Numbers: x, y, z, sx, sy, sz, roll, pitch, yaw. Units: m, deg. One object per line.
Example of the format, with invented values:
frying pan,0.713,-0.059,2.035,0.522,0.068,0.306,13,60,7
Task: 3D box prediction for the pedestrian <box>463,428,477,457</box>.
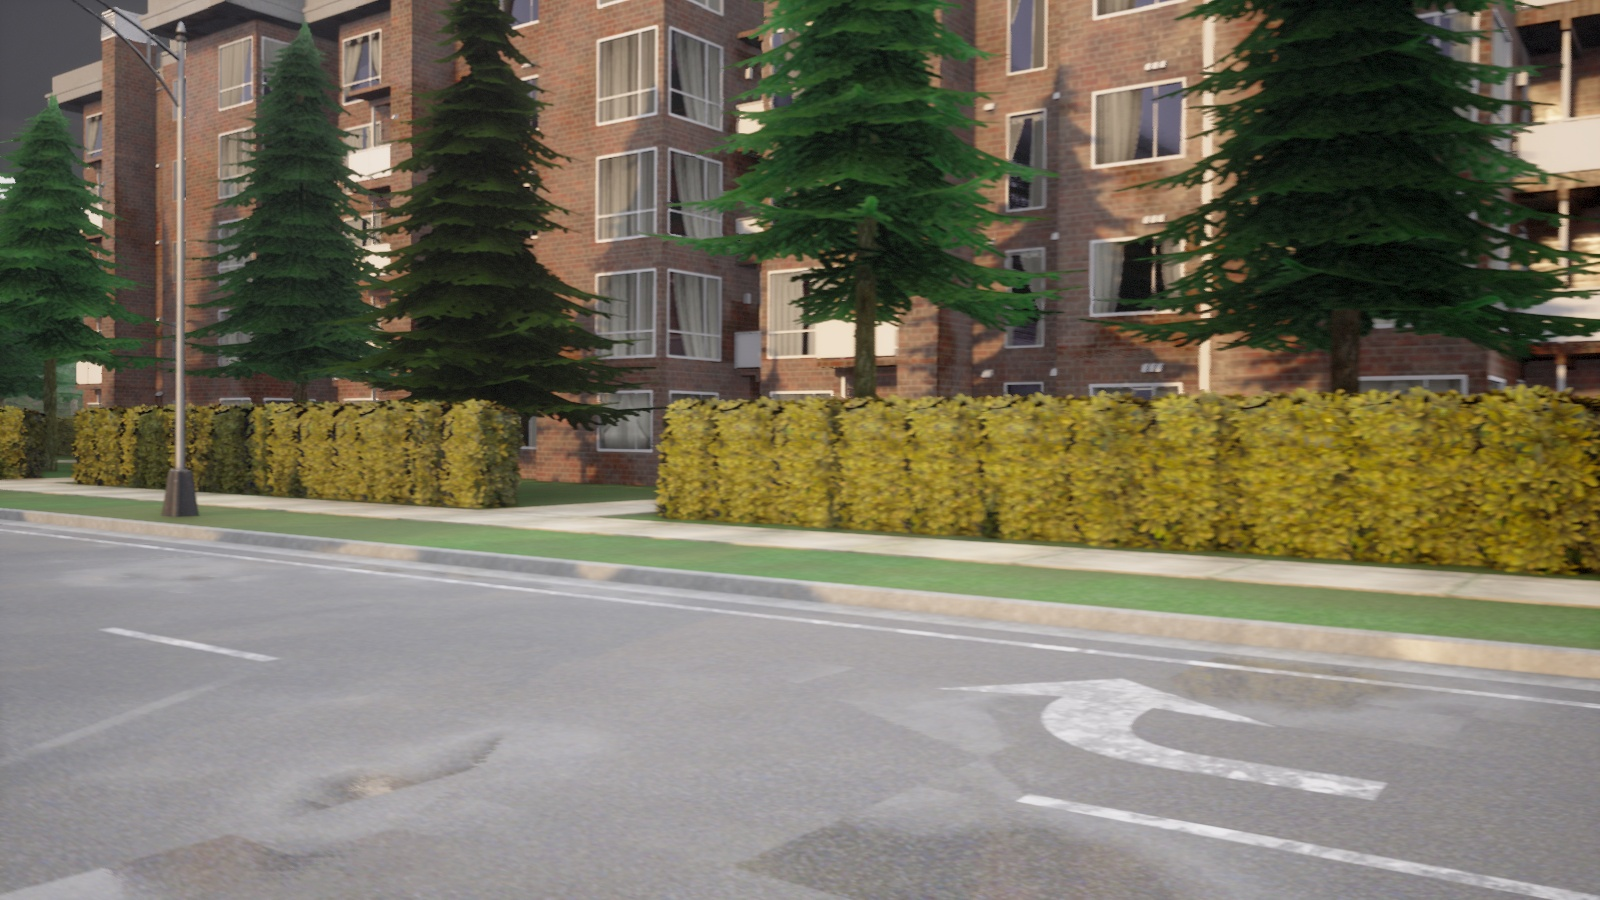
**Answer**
pedestrian,-21.696,-0.491,82.524,0.423,1.949,0.788,0,1,37
